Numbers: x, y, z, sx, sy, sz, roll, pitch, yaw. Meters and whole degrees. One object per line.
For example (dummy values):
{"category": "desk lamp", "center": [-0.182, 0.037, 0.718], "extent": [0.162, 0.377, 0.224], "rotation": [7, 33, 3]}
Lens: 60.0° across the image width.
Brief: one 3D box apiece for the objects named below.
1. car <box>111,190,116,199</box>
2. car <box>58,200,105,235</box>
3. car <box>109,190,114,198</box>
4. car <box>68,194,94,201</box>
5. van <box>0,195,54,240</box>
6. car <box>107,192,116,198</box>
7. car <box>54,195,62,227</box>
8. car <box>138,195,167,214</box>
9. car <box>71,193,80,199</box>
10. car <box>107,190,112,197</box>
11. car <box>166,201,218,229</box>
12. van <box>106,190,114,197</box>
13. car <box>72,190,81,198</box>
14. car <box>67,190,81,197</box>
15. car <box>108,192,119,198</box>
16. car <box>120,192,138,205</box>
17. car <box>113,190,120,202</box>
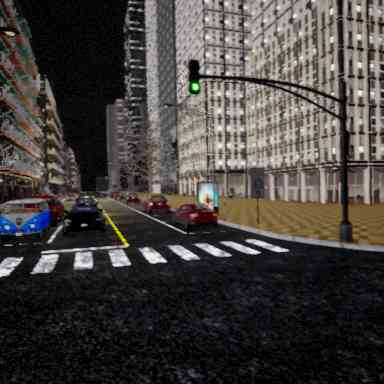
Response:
{"category": "car", "center": [-13.137, 0.802, 60.674], "extent": [1.887, 1.381, 4.507], "rotation": [-1, 1, -17]}
{"category": "car", "center": [-5.739, 1.375, 17.728], "extent": [1.994, 1.385, 4.181], "rotation": [-2, 1, -17]}
{"category": "car", "center": [-14.791, 0.789, 65.948], "extent": [1.802, 1.307, 4.206], "rotation": [-1, 1, -17]}
{"category": "car", "center": [-8.740, 1.205, 27.290], "extent": [2.128, 1.511, 4.902], "rotation": [-2, 1, -18]}
{"category": "van", "center": [-7.900, 1.227, 15.974], "extent": [1.690, 1.788, 3.998], "rotation": [-1, 1, -17]}
{"category": "car", "center": [-19.754, 0.641, 81.771], "extent": [1.802, 1.307, 4.206], "rotation": [-1, 1, -17]}
{"category": "car", "center": [-9.555, 1.147, 21.248], "extent": [2.192, 1.841, 5.009], "rotation": [-1, 1, -17]}
{"category": "car", "center": [-3.212, 1.008, 29.029], "extent": [1.967, 1.590, 4.097], "rotation": [-1, 1, -17]}
{"category": "car", "center": [-27.749, 0.835, 79.265], "extent": [1.947, 1.339, 4.313], "rotation": [-1, 1, -17]}
{"category": "car", "center": [-16.449, 0.472, 71.218], "extent": [2.192, 1.841, 5.009], "rotation": [-1, 1, -17]}
{"category": "car", "center": [0.099, 1.257, 18.482], "extent": [1.802, 1.307, 4.206], "rotation": [-1, 1, -17]}
{"category": "van", "center": [-21.412, 0.352, 87.041], "extent": [1.690, 1.788, 3.998], "rotation": [-1, 1, -17]}
{"category": "car", "center": [-31.060, 0.489, 89.810], "extent": [2.192, 1.841, 5.009], "rotation": [-1, 1, -17]}
{"category": "car", "center": [-22.787, 0.858, 63.441], "extent": [1.967, 1.590, 4.097], "rotation": [-1, 1, -17]}
{"category": "car", "center": [-18.100, 0.658, 76.495], "extent": [2.008, 1.369, 4.403], "rotation": [-1, 1, -17]}
{"category": "car", "center": [-8.176, 0.850, 44.850], "extent": [1.967, 1.590, 4.097], "rotation": [-1, 1, -17]}
{"category": "car", "center": [-11.483, 0.858, 55.400], "extent": [2.008, 1.369, 4.403], "rotation": [-1, 1, -17]}
